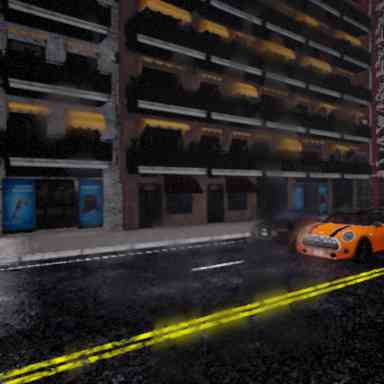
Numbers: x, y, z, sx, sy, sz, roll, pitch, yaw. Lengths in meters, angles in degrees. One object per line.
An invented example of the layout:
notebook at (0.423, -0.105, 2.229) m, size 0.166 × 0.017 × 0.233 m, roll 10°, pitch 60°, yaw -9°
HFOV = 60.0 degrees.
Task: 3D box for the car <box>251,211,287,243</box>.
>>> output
car at (4.632, 1.552, 14.976) m, size 4.181 × 1.385 × 1.994 m, roll 0°, pitch 0°, yaw -36°

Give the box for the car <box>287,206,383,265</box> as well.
car at (5.806, 1.341, 11.821) m, size 4.553 × 1.767 × 2.097 m, roll 0°, pitch 0°, yaw -36°
